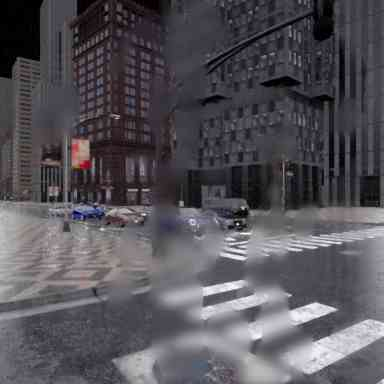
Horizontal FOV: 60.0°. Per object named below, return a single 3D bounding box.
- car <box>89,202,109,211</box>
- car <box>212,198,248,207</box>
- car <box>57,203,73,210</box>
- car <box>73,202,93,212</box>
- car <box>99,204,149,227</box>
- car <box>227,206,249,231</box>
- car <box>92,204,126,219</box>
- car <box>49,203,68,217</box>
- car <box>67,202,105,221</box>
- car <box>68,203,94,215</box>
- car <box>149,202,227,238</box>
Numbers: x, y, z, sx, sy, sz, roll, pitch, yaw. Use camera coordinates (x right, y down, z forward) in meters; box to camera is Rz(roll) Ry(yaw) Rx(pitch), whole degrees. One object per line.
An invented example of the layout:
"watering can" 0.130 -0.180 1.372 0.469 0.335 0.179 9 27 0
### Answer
"car" -16.714 2.541 59.441 1.882 1.535 5.008 0 -1 -36
"car" 3.020 1.640 31.884 2.150 2.045 5.566 0 -1 -35
"car" -24.986 2.851 65.388 1.895 1.301 4.718 0 -1 -36
"car" -18.453 2.545 56.287 1.837 1.490 4.892 0 -1 -36
"car" -5.534 1.975 26.808 1.812 1.442 4.674 0 -1 -36
"car" 1.691 1.861 22.312 1.994 1.385 4.181 0 -1 -36
"car" -9.552 2.153 37.984 2.128 1.511 4.902 0 -1 -36
"car" -16.697 2.416 42.417 1.895 1.301 4.718 0 -1 -35
"car" -10.928 2.103 34.326 1.882 1.535 5.008 0 -1 -36
"car" -15.589 2.352 46.477 2.128 1.511 4.902 0 -1 -35
"car" -0.383 1.636 19.594 2.097 1.767 4.553 0 -1 -35
